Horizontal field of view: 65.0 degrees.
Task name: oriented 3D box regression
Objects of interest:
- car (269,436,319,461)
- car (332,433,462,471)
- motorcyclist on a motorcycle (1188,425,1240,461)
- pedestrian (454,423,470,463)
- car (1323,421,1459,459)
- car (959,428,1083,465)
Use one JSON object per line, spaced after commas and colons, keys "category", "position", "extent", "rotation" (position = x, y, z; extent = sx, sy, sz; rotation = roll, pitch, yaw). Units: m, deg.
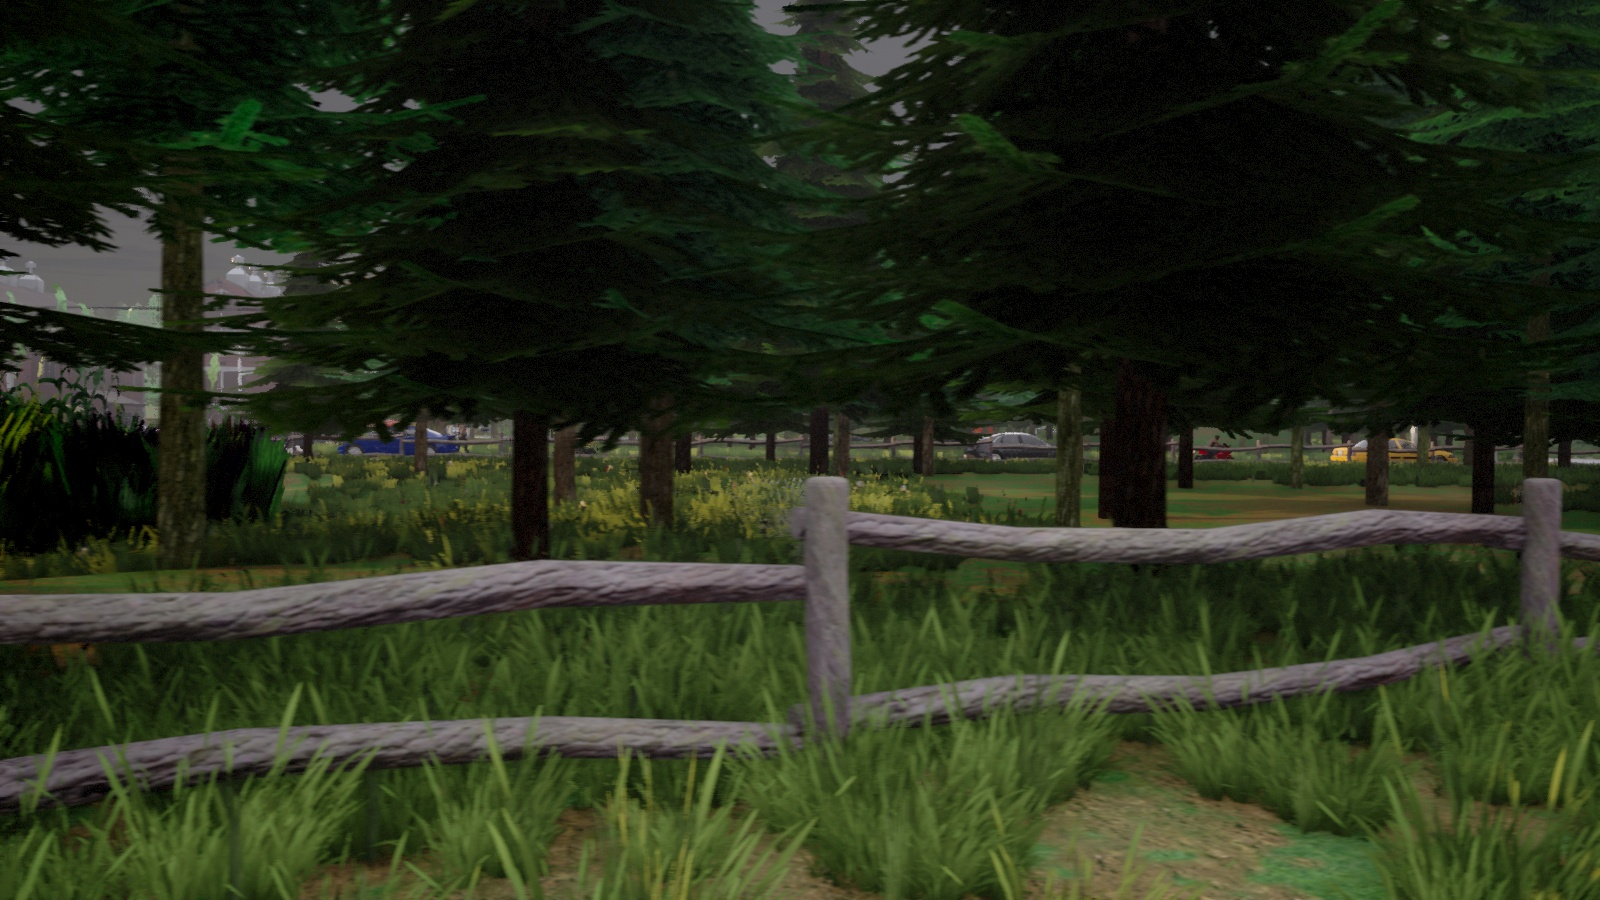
{"category": "car", "position": [-32.380, -0.101, 80.421], "extent": [1.837, 1.490, 4.892], "rotation": [-1, 1, -8]}
{"category": "car", "position": [-17.328, 0.082, 54.180], "extent": [5.008, 1.535, 1.882], "rotation": [-1, 1, -6]}
{"category": "motorcyclist on a motorcycle", "position": [18.083, -0.307, 54.863], "extent": [2.044, 1.523, 0.797], "rotation": [-1, 1, -7]}
{"category": "pedestrian", "position": [-15.790, -0.323, 58.657], "extent": [0.634, 1.846, 0.331], "rotation": [-1, 1, -22]}
{"category": "car", "position": [26.270, -0.456, 55.894], "extent": [5.366, 1.575, 1.801], "rotation": [-1, 1, -7]}
{"category": "car", "position": [9.452, -0.172, 53.784], "extent": [4.892, 1.490, 1.837], "rotation": [-1, 1, -7]}
